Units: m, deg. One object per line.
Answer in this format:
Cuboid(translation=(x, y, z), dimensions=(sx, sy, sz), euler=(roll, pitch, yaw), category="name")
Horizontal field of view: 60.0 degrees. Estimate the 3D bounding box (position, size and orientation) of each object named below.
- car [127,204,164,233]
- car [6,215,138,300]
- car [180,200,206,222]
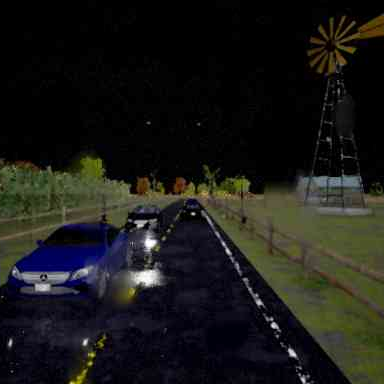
Cuboid(translation=(-2.746, 1.531, 20.143), dimensions=(2.128, 1.511, 4.902), euler=(0, 0, 0), category="car")
Cuboid(translation=(-2.781, 1.541, 8.576), dimensions=(1.812, 1.442, 4.674), euler=(0, 0, 1), category="car")
Cuboid(translation=(0.096, 1.619, 27.023), dimensions=(1.994, 1.385, 4.181), euler=(0, 0, 0), category="car")
